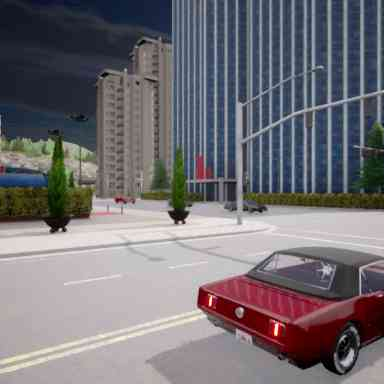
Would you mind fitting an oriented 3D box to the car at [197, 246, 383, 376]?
[{"bbox_3d":[2.493,1.601,5.586,4.718,1.301,1.895,0,0,-35],"label":"car"}]

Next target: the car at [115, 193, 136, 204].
[{"bbox_3d":[-12.500,1.300,62.072,2.150,2.045,5.566,0,0,-36],"label":"car"}]

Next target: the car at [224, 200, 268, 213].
[{"bbox_3d":[5.809,1.547,36.699,2.033,1.411,5.357,0,0,-36],"label":"car"}]

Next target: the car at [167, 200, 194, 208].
[{"bbox_3d":[-1.720,1.498,47.068,1.837,1.490,4.892,0,2,-36],"label":"car"}]
